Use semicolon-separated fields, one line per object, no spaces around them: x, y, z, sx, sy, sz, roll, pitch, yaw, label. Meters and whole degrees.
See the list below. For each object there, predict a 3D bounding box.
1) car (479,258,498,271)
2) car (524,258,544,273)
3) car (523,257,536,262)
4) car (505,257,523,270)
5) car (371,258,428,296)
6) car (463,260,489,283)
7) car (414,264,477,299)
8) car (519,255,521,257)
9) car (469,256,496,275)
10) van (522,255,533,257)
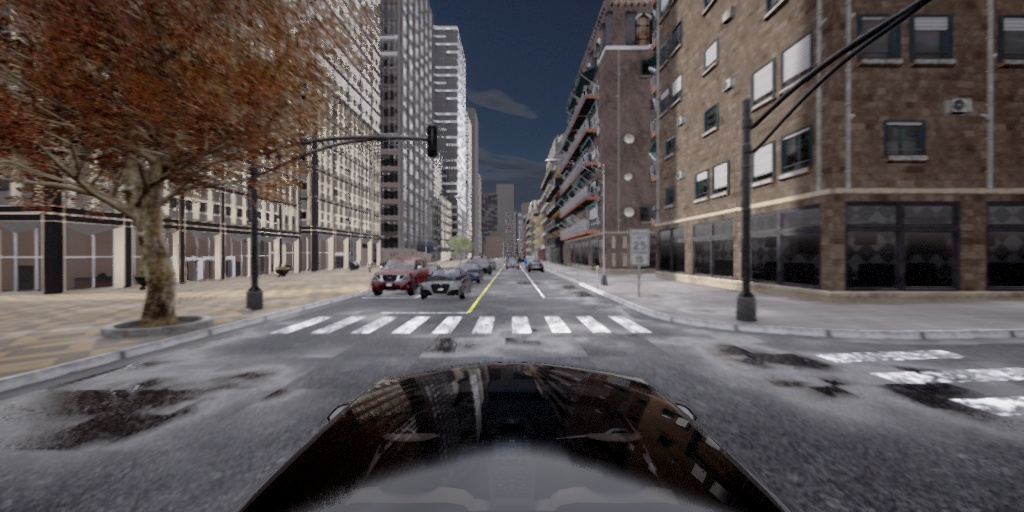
-3.063;1.097;47.506;2.128;1.511;4.902;0;0;0;car
2.677;1.189;41.207;1.948;1.339;4.313;0;0;0;car
2.676;1.133;46.900;1.751;1.417;4.829;0;0;0;car
0.094;1.150;48.738;2.033;1.411;5.357;0;0;0;car
-5.697;1.006;19.114;2.192;1.841;5.009;0;0;0;car
-3.109;1.214;26.980;2.033;1.411;5.357;0;0;0;car
-3.097;1.261;17.595;1.994;1.385;4.181;0;0;1;car
-0.017;0.929;59.035;2.097;1.767;4.553;0;0;0;car
-3.100;0.987;37.128;2.097;1.767;4.553;0;0;0;car
2.674;0.934;52.253;1.690;1.789;3.998;0;0;0;van
